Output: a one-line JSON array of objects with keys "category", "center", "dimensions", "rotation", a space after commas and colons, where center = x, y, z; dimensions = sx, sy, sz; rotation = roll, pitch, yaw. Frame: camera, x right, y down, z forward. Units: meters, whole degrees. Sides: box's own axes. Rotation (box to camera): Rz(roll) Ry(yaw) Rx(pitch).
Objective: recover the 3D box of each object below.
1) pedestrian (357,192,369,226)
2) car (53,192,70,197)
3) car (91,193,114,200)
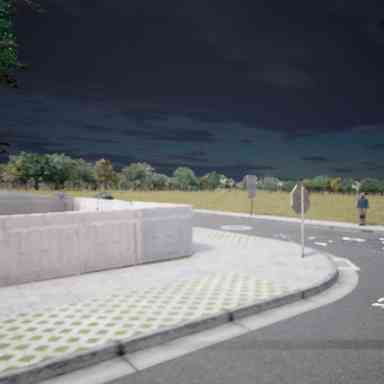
[{"category": "pedestrian", "center": [9.250, 0.916, 18.059], "dimensions": [0.375, 1.860, 0.375], "rotation": [1, 0, -36]}, {"category": "car", "center": [-22.457, 0.659, 57.043], "dimensions": [2.033, 1.411, 5.357], "rotation": [0, 1, -36]}, {"category": "car", "center": [-11.275, 0.876, 41.540], "dimensions": [1.837, 1.490, 4.892], "rotation": [0, 1, -36]}]
